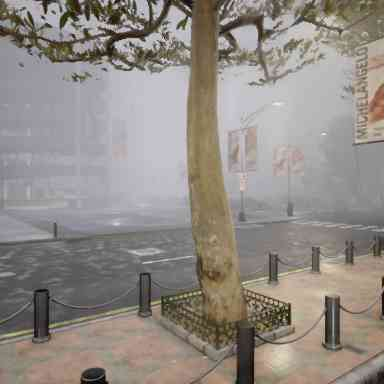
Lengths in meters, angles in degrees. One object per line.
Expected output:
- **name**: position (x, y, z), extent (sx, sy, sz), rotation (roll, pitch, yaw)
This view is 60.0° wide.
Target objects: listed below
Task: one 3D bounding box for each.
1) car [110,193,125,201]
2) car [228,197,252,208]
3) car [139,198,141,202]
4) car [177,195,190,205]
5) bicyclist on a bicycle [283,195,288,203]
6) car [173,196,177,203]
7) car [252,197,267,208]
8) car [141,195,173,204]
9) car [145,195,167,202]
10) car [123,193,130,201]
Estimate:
- **car**: position (-18.867, 1.545, 77.822), extent (4.718, 1.301, 1.895), rotation (0, 0, 11)
- **car**: position (5.626, 1.547, 48.119), extent (2.033, 1.411, 5.357), rotation (0, 0, -36)
- **car**: position (-9.589, 1.524, 74.201), extent (4.674, 1.442, 1.812), rotation (0, 0, 26)
- **car**: position (0.140, 1.352, 55.523), extent (2.097, 1.767, 4.553), rotation (0, 0, -38)
- **bicyclist on a bicycle**: position (17.527, 1.300, 62.337), extent (1.656, 1.620, 0.582), rotation (0, 0, -36)
- **car**: position (-3.275, 1.491, 64.969), extent (4.902, 1.511, 2.128), rotation (0, 0, 44)
- **car**: position (8.932, 1.477, 49.510), extent (1.882, 1.535, 5.008), rotation (0, 0, -37)
- **car**: position (-6.685, 1.547, 63.376), extent (5.357, 1.411, 2.033), rotation (0, 0, 41)
- **car**: position (-8.377, 1.525, 77.501), extent (4.902, 1.511, 2.128), rotation (0, 0, 26)
- **car**: position (-17.935, 1.165, 81.196), extent (5.566, 2.045, 2.150), rotation (0, 0, 11)
